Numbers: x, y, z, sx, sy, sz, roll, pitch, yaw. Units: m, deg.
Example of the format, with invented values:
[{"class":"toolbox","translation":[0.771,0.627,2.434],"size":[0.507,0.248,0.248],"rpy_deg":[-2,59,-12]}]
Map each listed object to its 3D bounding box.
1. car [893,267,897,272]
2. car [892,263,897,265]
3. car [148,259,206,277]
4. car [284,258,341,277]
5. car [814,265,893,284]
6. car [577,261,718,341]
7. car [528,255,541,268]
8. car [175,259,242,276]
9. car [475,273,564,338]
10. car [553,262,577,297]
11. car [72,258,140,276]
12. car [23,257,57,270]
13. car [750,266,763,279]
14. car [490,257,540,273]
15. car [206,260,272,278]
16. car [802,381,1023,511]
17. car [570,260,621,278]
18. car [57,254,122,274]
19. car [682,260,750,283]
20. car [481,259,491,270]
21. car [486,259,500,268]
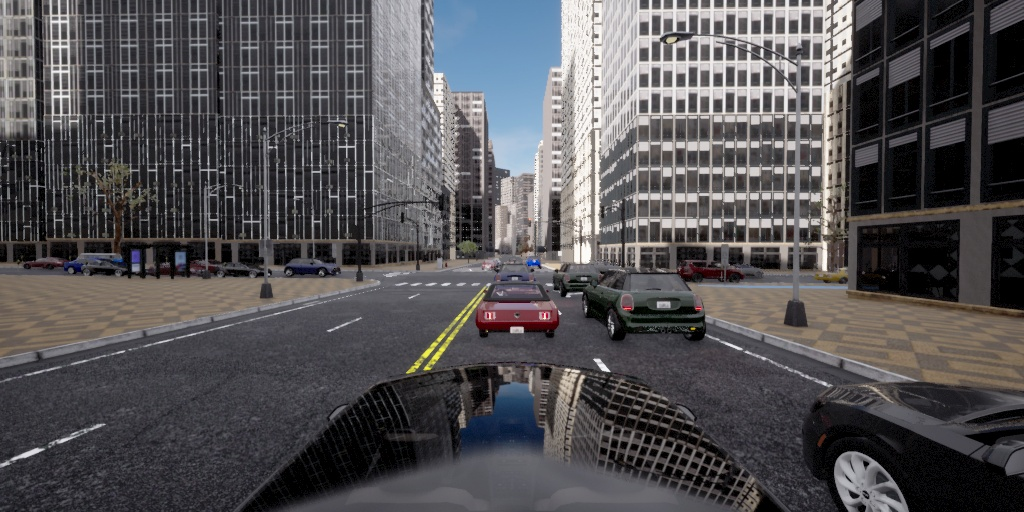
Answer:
[{"class":"car","translation":[33.170,1.684,29.304],"size":[4.207,1.307,1.802],"rpy_deg":[0,0,1]},{"class":"car","translation":[38.151,1.403,34.968],"size":[4.553,1.767,2.097],"rpy_deg":[0,1,1]},{"class":"car","translation":[-28.355,1.139,30.391],"size":[4.207,1.307,1.802],"rpy_deg":[0,0,1]},{"class":"car","translation":[-18.167,0.958,32.815],"size":[4.553,1.767,2.097],"rpy_deg":[1,1,2]},{"class":"car","translation":[27.700,1.579,29.410],"size":[4.829,1.417,1.751],"rpy_deg":[0,0,1]},{"class":"car","translation":[3.359,1.098,10.045],"size":[2.097,1.767,4.553],"rpy_deg":[0,0,0]},{"class":"car","translation":[3.444,0.930,57.570],"size":[2.150,2.045,5.566],"rpy_deg":[0,0,1]},{"class":"car","translation":[-27.948,1.042,33.075],"size":[4.674,1.442,1.812],"rpy_deg":[1,1,2]},{"class":"car","translation":[0.115,1.347,10.142],"size":[1.895,1.301,4.718],"rpy_deg":[0,0,0]},{"class":"car","translation":[3.385,1.093,18.983],"size":[2.097,1.767,4.553],"rpy_deg":[0,0,0]},{"class":"car","translation":[-34.035,1.070,30.577],"size":[4.313,1.339,1.948],"rpy_deg":[0,0,1]},{"class":"car","translation":[-50.889,0.794,39.391],"size":[4.207,1.307,1.802],"rpy_deg":[0,0,1]},{"class":"car","translation":[22.205,1.476,35.294],"size":[4.181,1.385,1.994],"rpy_deg":[0,1,1]},{"class":"car","translation":[0.136,1.092,19.136],"size":[2.097,1.767,4.553],"rpy_deg":[0,0,0]},{"class":"car","translation":[-22.671,1.174,30.246],"size":[4.313,1.339,1.948],"rpy_deg":[0,0,1]},{"class":"car","translation":[3.342,1.255,0.990],"size":[1.837,1.490,4.892],"rpy_deg":[0,0,0]},{"class":"car","translation":[8.445,1.271,36.308],"size":[4.902,1.511,2.128],"rpy_deg":[1,1,15]},{"class":"car","translation":[-38.421,0.899,33.311],"size":[5.008,1.535,1.882],"rpy_deg":[1,1,2]},{"class":"car","translation":[16.253,1.269,29.632],"size":[5.009,1.841,2.192],"rpy_deg":[0,0,1]},{"class":"car","translation":[-3.224,1.241,50.612],"size":[1.812,1.442,4.674],"rpy_deg":[0,0,0]},{"class":"car","translation":[-3.197,1.251,60.299],"size":[2.033,1.411,5.357],"rpy_deg":[0,0,0]}]
